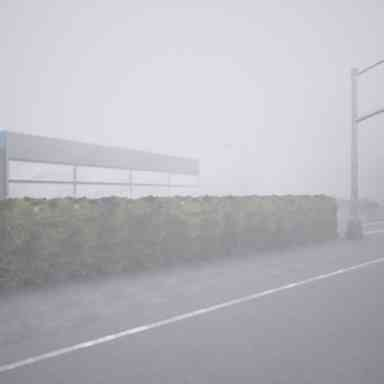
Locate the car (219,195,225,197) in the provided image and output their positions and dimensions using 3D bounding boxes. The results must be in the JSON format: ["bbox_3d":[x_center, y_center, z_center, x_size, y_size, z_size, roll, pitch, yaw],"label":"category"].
[{"bbox_3d":[6.628,1.393,83.279,4.514,1.523,2.007,0,0,-38],"label":"car"}]

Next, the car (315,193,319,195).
[{"bbox_3d":[26.403,1.142,69.620,3.866,1.878,1.905,0,0,-38],"label":"car"}]

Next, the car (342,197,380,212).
[{"bbox_3d":[19.055,1.371,36.882,4.514,1.523,2.007,0,0,-38],"label":"car"}]

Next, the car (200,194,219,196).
[{"bbox_3d":[2.912,1.181,71.678,4.605,1.855,1.932,0,0,-38],"label":"car"}]

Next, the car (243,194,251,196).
[{"bbox_3d":[9.930,1.364,61.362,4.514,1.523,2.007,0,0,-38],"label":"car"}]

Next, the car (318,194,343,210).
[{"bbox_3d":[17.104,1.366,39.339,5.027,1.636,2.152,0,0,-38],"label":"car"}]

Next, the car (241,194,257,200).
[{"bbox_3d":[14.450,1.323,84.664,3.806,1.475,1.970,0,0,-38],"label":"car"}]

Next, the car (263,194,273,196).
[{"bbox_3d":[18.614,1.236,79.770,5.027,1.636,2.152,0,0,-38],"label":"car"}]
